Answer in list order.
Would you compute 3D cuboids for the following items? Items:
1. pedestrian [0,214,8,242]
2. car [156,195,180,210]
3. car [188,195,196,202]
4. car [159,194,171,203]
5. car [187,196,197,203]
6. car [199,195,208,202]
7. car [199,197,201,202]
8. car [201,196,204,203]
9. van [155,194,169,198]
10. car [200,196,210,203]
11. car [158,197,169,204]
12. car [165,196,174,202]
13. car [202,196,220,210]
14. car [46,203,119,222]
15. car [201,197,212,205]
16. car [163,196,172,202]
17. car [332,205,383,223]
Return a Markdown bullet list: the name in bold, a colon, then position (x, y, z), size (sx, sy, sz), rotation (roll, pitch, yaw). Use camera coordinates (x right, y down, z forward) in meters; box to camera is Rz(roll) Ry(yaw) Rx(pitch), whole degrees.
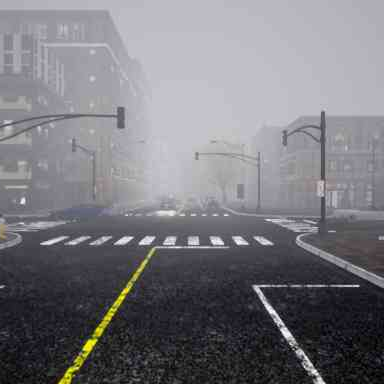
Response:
- **pedestrian**: position (-7.978, 1.424, 13.940), size (0.375, 1.300, 0.375), rotation (0, 0, 0)
- **car**: position (-3.103, 1.519, 42.880), size (2.128, 1.511, 4.902), rotation (0, 0, 0)
- **car**: position (-0.006, 1.556, 80.669), size (2.033, 1.411, 5.357), rotation (0, 0, 0)
- **car**: position (-5.698, 1.397, 71.965), size (2.192, 1.841, 5.009), rotation (0, 0, 0)
- **car**: position (-0.005, 1.625, 70.661), size (1.994, 1.385, 4.181), rotation (0, 0, 0)
- **car**: position (2.682, 1.536, 77.660), size (1.967, 1.590, 4.097), rotation (0, 0, 0)
- **car**: position (2.685, 1.488, 54.873), size (1.967, 1.590, 4.097), rotation (0, 0, 0)
- **car**: position (2.686, 1.478, 49.176), size (1.967, 1.590, 4.097), rotation (0, 0, 0)
- **van**: position (-5.697, 1.399, 60.571), size (1.690, 1.788, 3.998), rotation (0, 0, 0)
- **car**: position (2.683, 1.633, 71.963), size (2.008, 1.369, 4.403), rotation (0, 0, 0)
- **car**: position (-5.697, 1.651, 66.267), size (1.802, 1.307, 4.206), rotation (0, 0, 0)
- **car**: position (-5.698, 1.663, 83.357), size (2.008, 1.369, 4.403), rotation (0, 0, 0)
- **car**: position (2.686, 1.580, 43.479), size (2.008, 1.369, 4.403), rotation (0, 0, 0)
- **car**: position (-8.529, 1.542, 26.065), size (5.357, 1.411, 2.033), rotation (1, 0, -26)
- **car**: position (2.684, 1.640, 60.570), size (1.802, 1.307, 4.206), rotation (0, 0, 0)
- **car**: position (-5.698, 1.662, 77.661), size (1.947, 1.339, 4.313), rotation (0, 0, 0)
- **car**: position (13.470, 1.668, 25.768), size (4.718, 1.301, 1.895), rotation (0, 0, 0)
